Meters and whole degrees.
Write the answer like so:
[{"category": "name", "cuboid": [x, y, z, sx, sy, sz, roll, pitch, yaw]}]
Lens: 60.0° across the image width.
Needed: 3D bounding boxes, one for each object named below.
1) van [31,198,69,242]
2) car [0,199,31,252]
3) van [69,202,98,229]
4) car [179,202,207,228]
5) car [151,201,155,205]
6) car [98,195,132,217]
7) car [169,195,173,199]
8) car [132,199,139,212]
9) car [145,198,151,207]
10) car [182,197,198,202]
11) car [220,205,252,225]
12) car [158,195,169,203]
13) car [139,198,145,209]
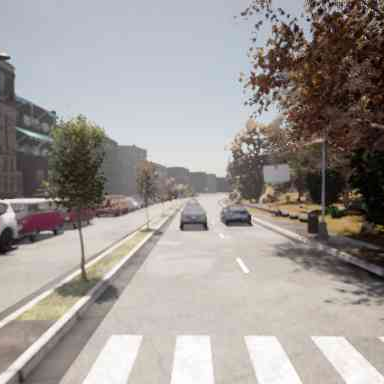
[{"category": "van", "cuboid": [-8.118, 1.331, 16.717, 1.878, 1.987, 4.442, 0, 0, 0]}, {"category": "car", "cuboid": [-8.147, 1.284, 11.260, 2.435, 2.045, 5.566, 0, 0, 0]}, {"category": "van", "cuboid": [-8.086, 1.350, 22.264, 1.878, 1.987, 4.442, 0, 0, 0]}, {"category": "car", "cuboid": [0.102, 1.640, 23.063, 2.033, 1.411, 5.357, 0, 0, 0]}, {"category": "car", "cuboid": [-7.897, 1.664, 55.661, 2.002, 1.452, 4.674, 0, 0, 0]}, {"category": "car", "cuboid": [-8.023, 1.352, 33.445, 2.435, 2.045, 5.566, 0, 0, 0]}, {"category": "car", "cuboid": [-7.149, 1.573, 88.829, 1.946, 1.575, 5.366, 0, 0, 5]}, {"category": "car", "cuboid": [-7.991, 1.643, 38.989, 2.163, 1.488, 4.792, 0, 0, 0]}, {"category": "car", "cuboid": [-7.928, 1.653, 50.084, 2.163, 1.488, 4.792, 0, 0, 0]}, {"category": "car", "cuboid": [0.105, 1.683, 40.912, 2.033, 1.411, 5.357, 0, 0, 0]}, {"category": "car", "cuboid": [3.253, 1.663, 25.228, 1.994, 1.385, 4.181, 0, 0, 0]}, {"category": "car", "cuboid": [-7.559, 1.624, 81.799, 2.163, 1.488, 4.792, 0, 0, 3]}, {"category": "car", "cuboid": [-7.960, 1.659, 44.568, 2.002, 1.452, 4.674, 0, 0, 0]}]
